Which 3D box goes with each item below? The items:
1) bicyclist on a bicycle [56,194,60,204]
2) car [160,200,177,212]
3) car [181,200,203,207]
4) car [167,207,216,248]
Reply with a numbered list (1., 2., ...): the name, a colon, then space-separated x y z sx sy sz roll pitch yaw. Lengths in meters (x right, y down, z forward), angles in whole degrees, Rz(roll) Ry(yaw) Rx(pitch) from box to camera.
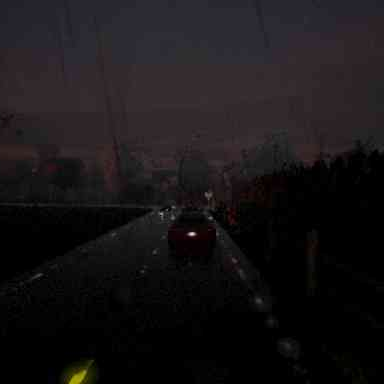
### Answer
1. bicyclist on a bicycle: -22.464 1.185 55.746 0.582 1.620 1.656 1 0 1
2. car: -2.750 1.604 39.651 2.033 1.411 5.357 0 0 0
3. car: 0.000 1.495 29.681 2.128 1.511 4.902 0 0 0
4. car: 0.000 1.571 14.681 1.994 1.385 4.181 0 0 0
